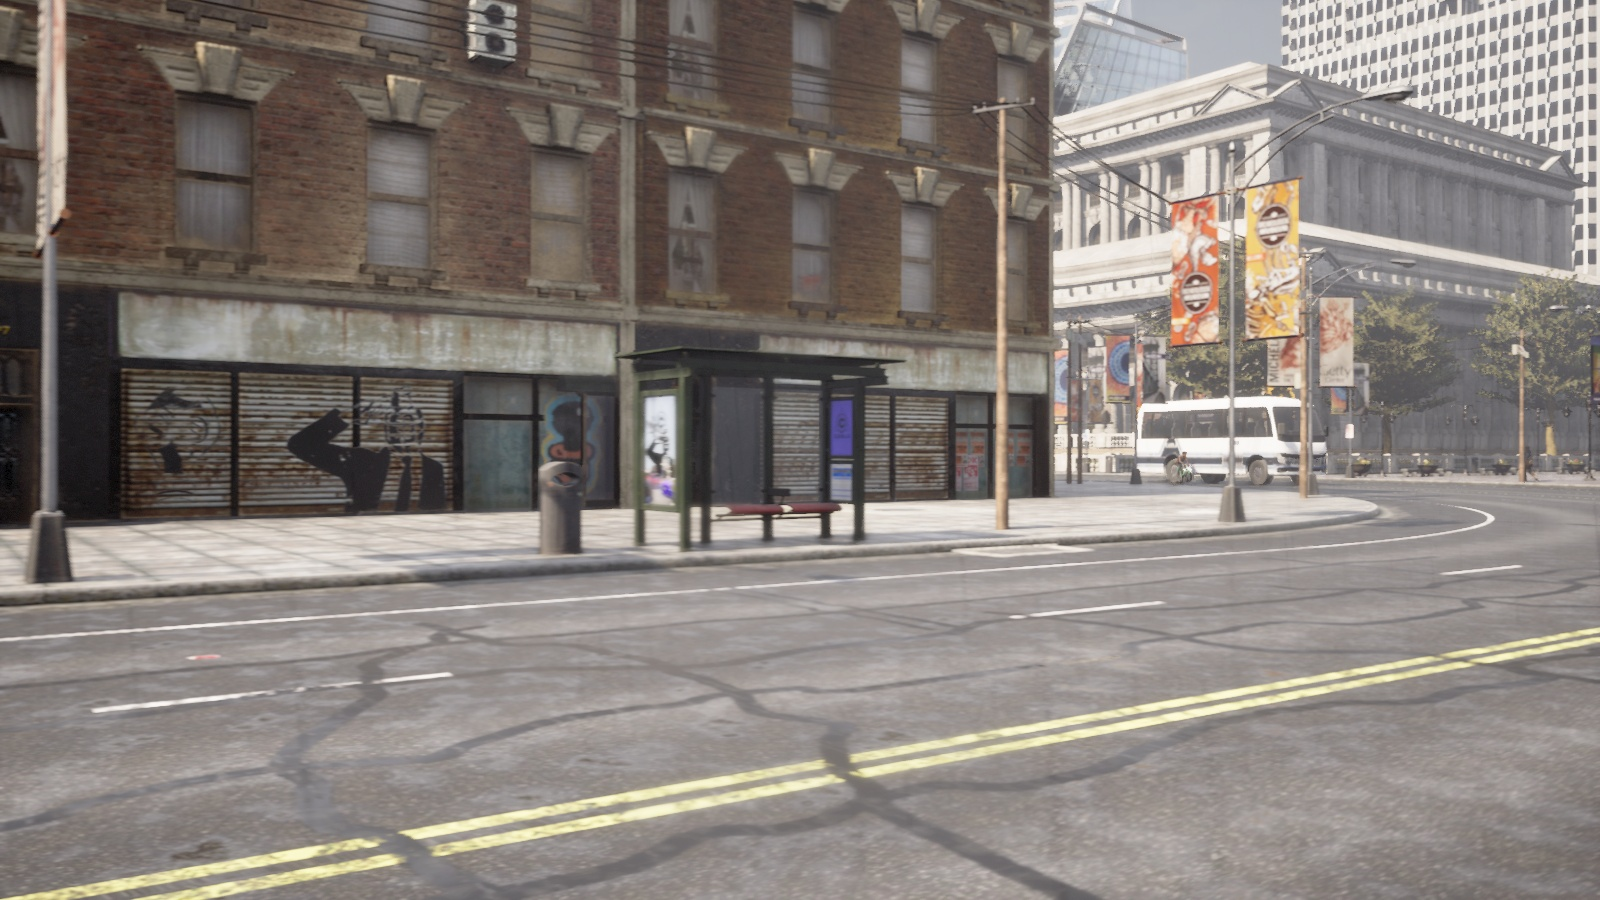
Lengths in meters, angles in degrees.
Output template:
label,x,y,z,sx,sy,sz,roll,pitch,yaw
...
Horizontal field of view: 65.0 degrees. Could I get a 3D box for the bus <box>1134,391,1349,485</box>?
label,x,y,z,sx,sy,sz,roll,pitch,yaw
bus,21.457,-0.525,61.944,3.944,4.253,10.273,0,0,-25

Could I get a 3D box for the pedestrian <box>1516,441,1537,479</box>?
label,x,y,z,sx,sy,sz,roll,pitch,yaw
pedestrian,35.949,0.478,62.151,0.540,1.848,0.694,0,0,-26
